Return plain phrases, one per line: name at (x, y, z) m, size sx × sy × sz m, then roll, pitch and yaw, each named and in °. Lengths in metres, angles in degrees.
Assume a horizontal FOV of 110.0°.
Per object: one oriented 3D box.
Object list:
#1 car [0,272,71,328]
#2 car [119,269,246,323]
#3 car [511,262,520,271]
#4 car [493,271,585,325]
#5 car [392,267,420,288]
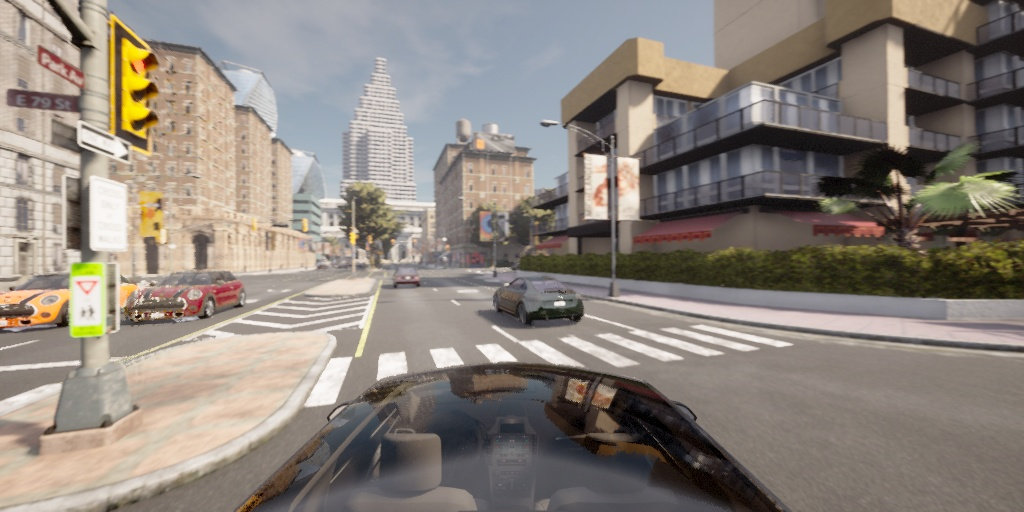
car at (-15.287, 1.354, 12.328) m, size 2.097 × 1.767 × 4.553 m, roll -1°, pitch 0°, yaw -19°
car at (-12.002, 1.323, 13.545) m, size 2.097 × 1.767 × 4.553 m, roll -1°, pitch 0°, yaw -19°
car at (2.276, 1.567, 51.284) m, size 4.892 × 1.490 × 1.837 m, roll 0°, pitch -1°, yaw -20°
car at (0.749, 1.378, 12.327) m, size 1.994 × 1.385 × 4.181 m, roll -1°, pitch 0°, yaw -19°
car at (-7.911, 1.562, 26.787) m, size 2.033 × 1.411 × 5.357 m, roll -1°, pitch 0°, yaw -19°
